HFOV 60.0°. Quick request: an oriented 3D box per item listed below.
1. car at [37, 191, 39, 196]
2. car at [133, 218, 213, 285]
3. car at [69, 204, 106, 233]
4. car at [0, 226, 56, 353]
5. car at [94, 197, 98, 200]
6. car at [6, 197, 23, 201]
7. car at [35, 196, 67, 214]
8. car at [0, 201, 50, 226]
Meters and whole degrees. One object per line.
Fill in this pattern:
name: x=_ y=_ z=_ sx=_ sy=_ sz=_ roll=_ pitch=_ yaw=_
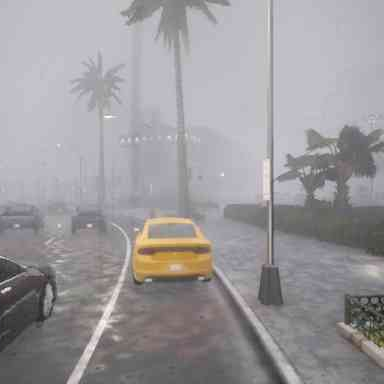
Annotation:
car: x=-33.931 y=1.226 z=68.961 sx=4.553 sy=1.767 sz=2.185 roll=0 pitch=0 yaw=24
car: x=-0.674 y=1.477 z=9.661 sx=1.882 sy=1.535 sz=5.008 roll=0 pitch=0 yaw=-7
car: x=-6.243 y=1.502 z=19.937 sx=1.837 sy=1.490 sz=4.892 roll=0 pitch=0 yaw=-19
car: x=-3.307 y=1.504 z=4.268 sx=1.837 sy=1.490 sz=4.892 roll=0 pitch=0 yaw=-4
car: x=-26.644 y=1.554 z=85.529 sx=4.718 sy=1.301 sz=1.895 roll=0 pitch=0 yaw=24
car: x=-17.408 y=1.492 z=32.516 sx=1.837 sy=1.490 sz=4.892 roll=0 pitch=0 yaw=-40
car: x=-14.500 y=1.495 z=34.475 sx=1.837 sy=1.490 sz=4.892 roll=0 pitch=0 yaw=-40
car: x=-9.637 y=1.484 z=19.074 sx=2.128 sy=1.511 sz=4.902 roll=0 pitch=0 yaw=-19
